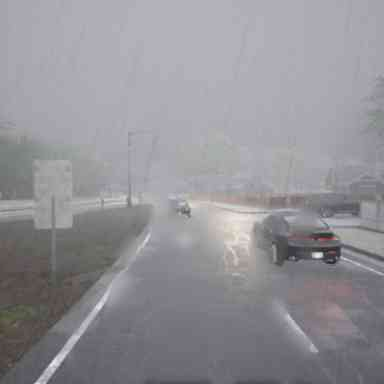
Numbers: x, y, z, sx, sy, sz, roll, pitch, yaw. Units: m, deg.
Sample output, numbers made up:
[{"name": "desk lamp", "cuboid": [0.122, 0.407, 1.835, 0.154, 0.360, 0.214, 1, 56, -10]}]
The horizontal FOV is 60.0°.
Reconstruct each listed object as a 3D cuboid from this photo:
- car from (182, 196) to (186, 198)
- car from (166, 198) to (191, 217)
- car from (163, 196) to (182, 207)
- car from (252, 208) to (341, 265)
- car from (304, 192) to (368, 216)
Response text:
[{"name": "car", "cuboid": [-2.137, 1.417, 64.587, 2.033, 1.411, 5.357, 0, 0, -11]}, {"name": "car", "cuboid": [-1.228, 1.511, 30.529, 1.895, 1.301, 4.718, 0, 0, -5]}, {"name": "car", "cuboid": [-2.992, 1.348, 47.149, 1.882, 1.535, 5.008, 0, 0, -7]}, {"name": "car", "cuboid": [3.362, 1.472, 11.521, 1.837, 1.490, 4.892, 0, 0, -2]}, {"name": "car", "cuboid": [11.800, 1.014, 26.439, 5.566, 2.045, 2.150, 0, 1, -3]}]
